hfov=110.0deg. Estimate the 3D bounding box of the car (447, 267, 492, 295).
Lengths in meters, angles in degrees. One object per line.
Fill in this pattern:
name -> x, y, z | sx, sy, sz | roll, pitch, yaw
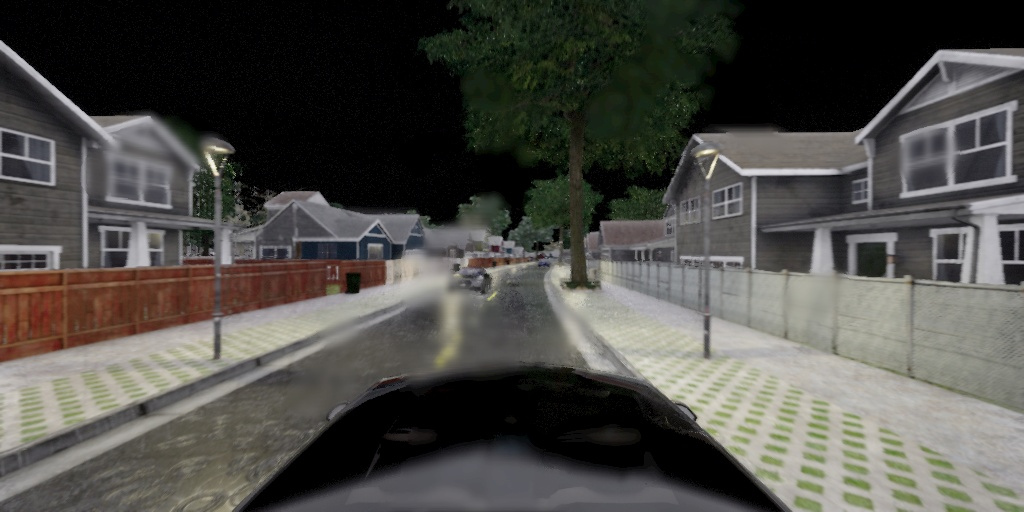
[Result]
car -> -2.250, 1.314, 19.917 | 1.994, 1.385, 4.181 | 0, 0, 4
